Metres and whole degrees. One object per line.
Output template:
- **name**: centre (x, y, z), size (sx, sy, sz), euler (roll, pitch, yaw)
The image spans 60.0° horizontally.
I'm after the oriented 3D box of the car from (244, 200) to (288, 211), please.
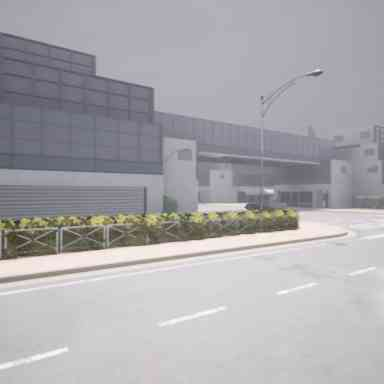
- **car**: centre (8.641, 1.631, 39.143), size (2.033, 1.411, 5.357), euler (0, 0, -36)
